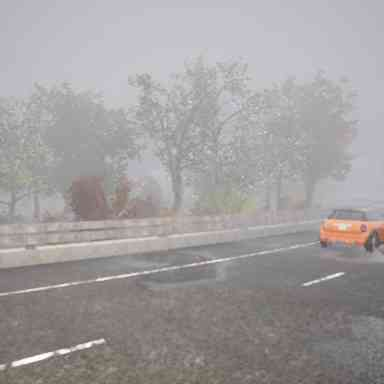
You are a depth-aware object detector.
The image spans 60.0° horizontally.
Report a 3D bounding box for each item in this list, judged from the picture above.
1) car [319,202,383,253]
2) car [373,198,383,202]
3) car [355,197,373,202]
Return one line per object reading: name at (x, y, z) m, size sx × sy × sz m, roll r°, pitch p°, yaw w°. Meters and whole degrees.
car at (7.573, 1.490, 14.801) m, size 4.553 × 1.767 × 2.097 m, roll 1°, pitch -1°, yaw -43°
car at (43.754, 2.217, 78.810) m, size 1.882 × 1.535 × 5.008 m, roll 0°, pitch 0°, yaw 5°
car at (40.279, 2.075, 79.209) m, size 2.097 × 1.767 × 4.553 m, roll 0°, pitch 0°, yaw 5°
